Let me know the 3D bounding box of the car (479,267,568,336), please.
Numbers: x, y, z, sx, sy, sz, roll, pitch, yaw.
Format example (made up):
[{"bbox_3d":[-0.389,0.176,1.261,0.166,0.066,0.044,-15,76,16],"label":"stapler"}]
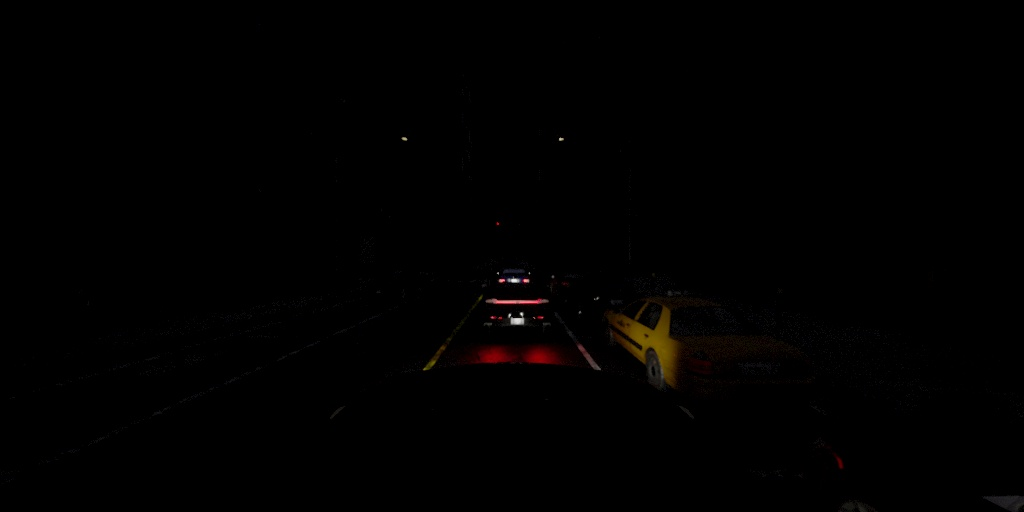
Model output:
[{"bbox_3d":[0.105,1.238,10.415,2.128,1.511,4.902,0,0,0],"label":"car"}]

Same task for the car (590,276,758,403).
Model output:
[{"bbox_3d":[2.875,1.273,6.474,1.751,1.417,4.829,0,0,0],"label":"car"}]

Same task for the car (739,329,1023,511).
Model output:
[{"bbox_3d":[2.873,1.301,0.718,2.007,1.370,4.403,0,0,0],"label":"car"}]

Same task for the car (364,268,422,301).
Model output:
[{"bbox_3d":[-5.667,1.287,17.476,1.888,1.381,4.507,0,0,0],"label":"car"}]

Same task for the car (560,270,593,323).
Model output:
[{"bbox_3d":[2.877,1.311,11.890,1.948,1.339,4.313,0,0,0],"label":"car"}]
